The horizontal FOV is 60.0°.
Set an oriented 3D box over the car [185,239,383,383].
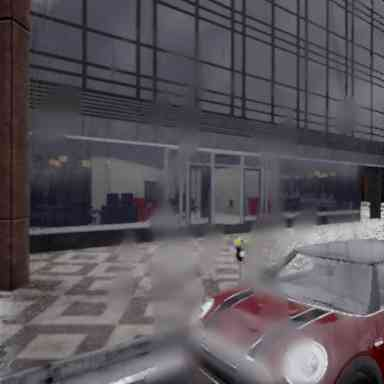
[{"bbox_3d":[1.887,1.436,4.304,4.097,1.590,1.967,0,0,-35],"label":"car"}]
